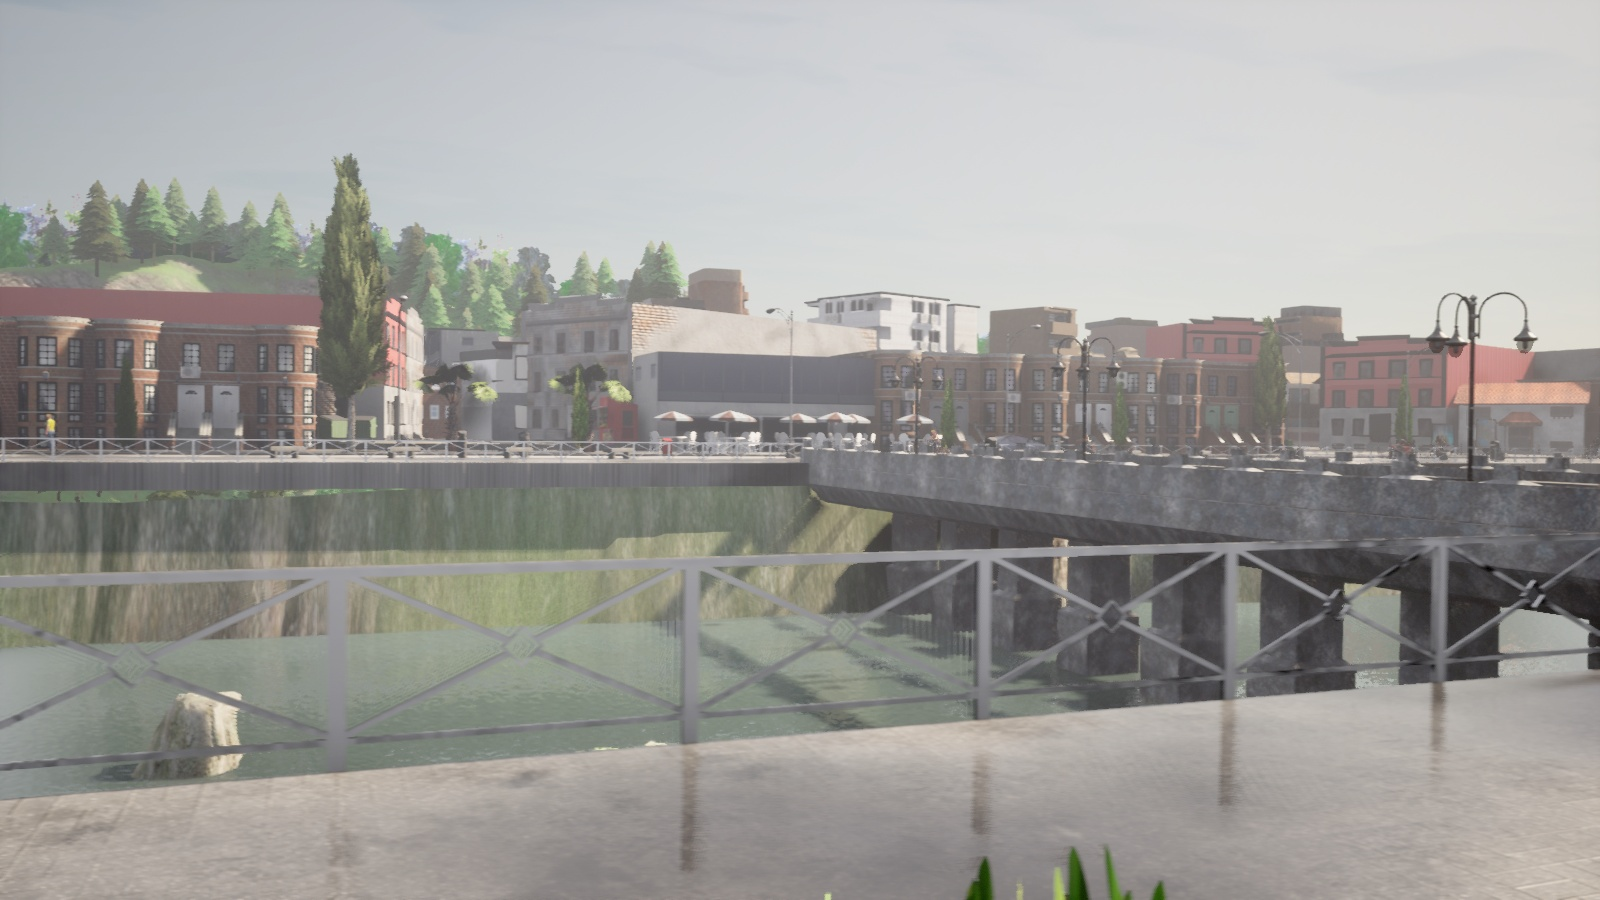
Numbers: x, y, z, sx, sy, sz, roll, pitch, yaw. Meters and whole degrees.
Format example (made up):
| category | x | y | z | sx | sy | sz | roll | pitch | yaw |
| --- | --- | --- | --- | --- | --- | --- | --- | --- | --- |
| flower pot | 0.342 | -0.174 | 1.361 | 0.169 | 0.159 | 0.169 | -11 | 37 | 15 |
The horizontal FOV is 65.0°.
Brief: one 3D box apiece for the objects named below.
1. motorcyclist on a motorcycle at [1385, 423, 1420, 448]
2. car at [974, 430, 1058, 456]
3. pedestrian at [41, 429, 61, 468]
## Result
| category | x | y | z | sx | sy | sz | roll | pitch | yaw |
| --- | --- | --- | --- | --- | --- | --- | --- | --- | --- |
| motorcyclist on a motorcycle | 38.426 | -0.938 | 80.067 | 2.044 | 1.523 | 0.797 | -1 | 1 | -21 |
| car | 12.021 | -0.408 | 70.034 | 4.181 | 1.385 | 1.994 | -1 | 1 | -21 |
| pedestrian | -35.529 | -0.077 | 59.564 | 0.706 | 1.836 | 0.354 | -1 | 1 | -6 |
